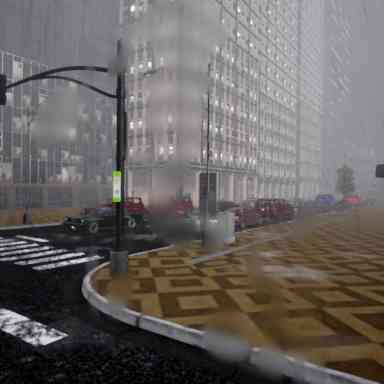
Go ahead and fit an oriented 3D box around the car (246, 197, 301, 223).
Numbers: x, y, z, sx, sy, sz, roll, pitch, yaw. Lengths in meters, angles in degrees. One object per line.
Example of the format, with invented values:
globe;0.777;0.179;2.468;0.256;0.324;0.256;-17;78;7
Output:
car;6.712;1.408;26.966;2.192;1.841;5.009;1;0;35

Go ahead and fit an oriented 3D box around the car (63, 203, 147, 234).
car;-5.165;1.594;19.746;1.895;1.301;4.718;1;1;35

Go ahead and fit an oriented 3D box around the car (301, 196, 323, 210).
car;15.243;1.640;43.606;1.994;1.385;4.181;1;1;35

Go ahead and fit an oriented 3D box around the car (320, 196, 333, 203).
car;29.832;1.614;73.548;1.802;1.307;4.206;1;1;35

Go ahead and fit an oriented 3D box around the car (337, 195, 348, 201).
car;39.424;1.620;87.115;1.947;1.339;4.313;1;1;35

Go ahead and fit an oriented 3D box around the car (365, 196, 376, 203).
car;39.469;1.596;73.528;1.967;1.590;4.097;1;1;35

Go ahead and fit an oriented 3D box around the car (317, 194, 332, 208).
car;20.631;1.308;51.317;2.150;2.045;5.566;1;1;35

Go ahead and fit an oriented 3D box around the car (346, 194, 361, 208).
car;25.388;1.364;52.882;2.150;2.045;5.566;1;1;35

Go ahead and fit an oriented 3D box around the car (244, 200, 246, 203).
car;7.658;1.428;42.293;1.967;1.590;4.097;1;0;35

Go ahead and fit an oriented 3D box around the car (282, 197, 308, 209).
car;14.874;1.531;47.959;2.128;1.511;4.902;1;0;36

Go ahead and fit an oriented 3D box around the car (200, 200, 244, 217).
car;2.613;1.488;30.772;1.882;1.535;5.008;1;1;35

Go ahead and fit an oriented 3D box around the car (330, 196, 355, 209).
car;21.360;1.654;47.119;1.812;1.442;4.674;1;1;35

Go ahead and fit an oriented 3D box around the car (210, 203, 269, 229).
car;3.223;1.667;22.038;1.802;1.307;4.206;1;0;35

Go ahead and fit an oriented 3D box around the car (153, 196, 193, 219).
car;-1.843;1.281;28.964;2.192;1.841;5.009;1;0;35

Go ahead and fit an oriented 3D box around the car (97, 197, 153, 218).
car;-5.498;1.273;23.794;2.192;1.841;5.009;1;0;35

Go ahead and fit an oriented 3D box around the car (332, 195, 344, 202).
car;36.139;1.568;82.468;1.752;1.417;4.829;1;1;35
